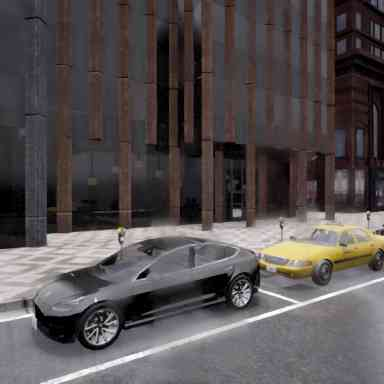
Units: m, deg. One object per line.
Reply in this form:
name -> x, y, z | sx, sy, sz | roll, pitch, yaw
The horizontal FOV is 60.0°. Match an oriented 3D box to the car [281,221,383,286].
car -> 3.872, 1.526, 9.402 | 4.829, 1.417, 1.752 | 0, 0, -35

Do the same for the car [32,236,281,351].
car -> -0.581, 1.566, 6.232 | 4.313, 1.339, 1.947 | 0, 0, -35
